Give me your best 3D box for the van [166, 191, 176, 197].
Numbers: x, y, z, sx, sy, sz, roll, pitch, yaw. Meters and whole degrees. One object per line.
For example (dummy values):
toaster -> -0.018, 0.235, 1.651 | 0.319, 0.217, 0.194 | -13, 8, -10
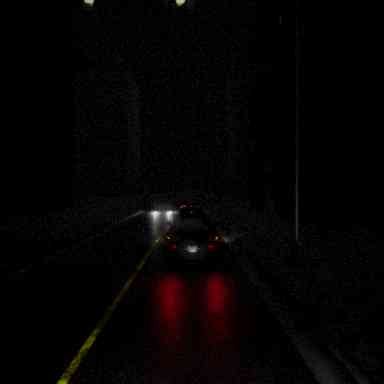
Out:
van -> -6.035, 0.903, 89.244 | 1.690, 1.788, 3.998 | 0, 0, 0

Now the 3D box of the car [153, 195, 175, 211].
car -> -3.261, 1.356, 37.970 | 1.837, 1.490, 4.892 | 0, 0, 0

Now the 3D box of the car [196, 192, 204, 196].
car -> 2.489, 1.130, 89.228 | 1.947, 1.339, 4.313 | 0, 0, 0

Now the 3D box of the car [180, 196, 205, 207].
car -> -0.049, 1.380, 29.384 | 2.128, 1.511, 4.902 | 0, 0, 0

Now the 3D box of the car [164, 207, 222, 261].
car -> 0.021, 1.484, 11.959 | 1.812, 1.442, 4.674 | 0, 0, 0
